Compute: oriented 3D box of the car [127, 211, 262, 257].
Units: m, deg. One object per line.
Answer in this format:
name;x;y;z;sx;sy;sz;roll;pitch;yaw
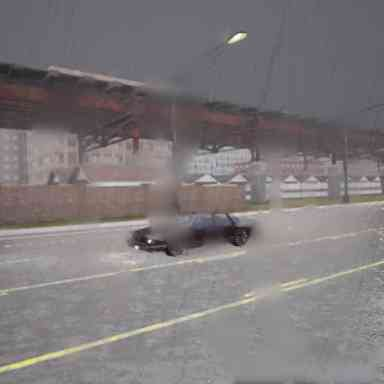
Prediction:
car;0.303;1.449;12.778;5.357;1.411;2.033;-1;1;-35
